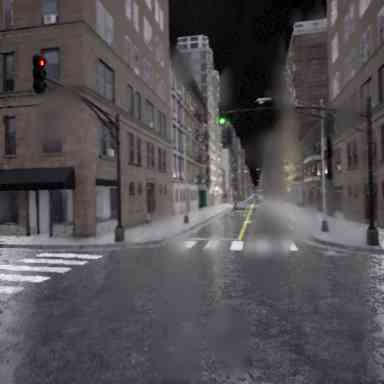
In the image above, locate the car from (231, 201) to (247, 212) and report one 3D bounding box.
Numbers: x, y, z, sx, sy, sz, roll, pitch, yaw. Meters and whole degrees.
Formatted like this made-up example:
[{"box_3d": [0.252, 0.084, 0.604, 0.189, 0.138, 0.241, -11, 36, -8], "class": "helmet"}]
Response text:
[{"box_3d": [6.836, 2.071, 47.824, 1.837, 1.490, 4.892, -1, 0, 11], "class": "car"}]
